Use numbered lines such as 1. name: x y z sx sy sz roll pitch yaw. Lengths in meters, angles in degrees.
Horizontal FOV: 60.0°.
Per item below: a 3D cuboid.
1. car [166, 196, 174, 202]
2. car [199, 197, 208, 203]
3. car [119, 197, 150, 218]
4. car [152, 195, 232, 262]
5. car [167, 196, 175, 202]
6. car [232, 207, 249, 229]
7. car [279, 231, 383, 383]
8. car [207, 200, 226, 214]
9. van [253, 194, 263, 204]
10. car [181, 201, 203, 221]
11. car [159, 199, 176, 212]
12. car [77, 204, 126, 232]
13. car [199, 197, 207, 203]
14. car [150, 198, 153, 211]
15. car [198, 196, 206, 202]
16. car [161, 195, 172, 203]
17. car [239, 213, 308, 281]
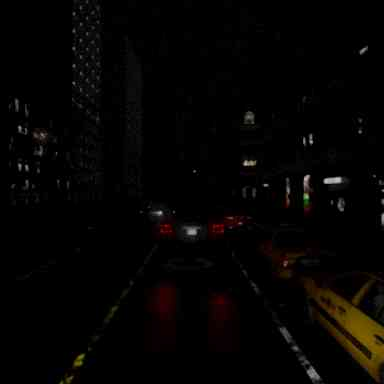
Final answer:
1. car: -5.728 1.858 86.204 1.887 1.381 4.507 0 0 0
2. car: 2.656 1.810 75.152 1.887 1.381 4.507 0 0 0
3. car: -5.708 1.414 31.714 2.192 1.841 5.009 0 0 0
4. car: 0.028 1.260 12.383 2.150 2.045 5.566 0 0 1
5. car: -5.730 1.904 91.732 1.947 1.339 4.313 0 0 0
6. car: 2.678 1.607 20.671 1.887 1.381 4.507 0 0 0
7. car: 2.685 1.538 4.271 1.752 1.417 4.829 0 0 0
8. car: 2.671 1.662 37.239 1.887 1.381 4.507 0 0 0
9. van: 13.684 1.323 62.713 3.998 1.788 1.690 -1 1 0
10. car: 0.038 1.615 29.127 1.812 1.442 4.674 0 0 0
11. car: -3.063 1.641 42.256 1.837 1.490 4.892 0 -1 0
12. car: -5.702 1.629 20.668 1.947 1.339 4.313 0 0 0
13. car: 2.654 1.834 80.679 1.887 1.381 4.507 0 0 0
14. car: -5.709 1.683 37.237 1.947 1.339 4.313 0 0 0
15. car: 2.651 1.753 86.207 1.967 1.590 4.097 0 0 0
16. car: -5.725 1.581 75.150 2.192 1.841 5.009 0 0 0
17. car: 2.682 1.554 9.795 1.752 1.417 4.829 0 0 0
